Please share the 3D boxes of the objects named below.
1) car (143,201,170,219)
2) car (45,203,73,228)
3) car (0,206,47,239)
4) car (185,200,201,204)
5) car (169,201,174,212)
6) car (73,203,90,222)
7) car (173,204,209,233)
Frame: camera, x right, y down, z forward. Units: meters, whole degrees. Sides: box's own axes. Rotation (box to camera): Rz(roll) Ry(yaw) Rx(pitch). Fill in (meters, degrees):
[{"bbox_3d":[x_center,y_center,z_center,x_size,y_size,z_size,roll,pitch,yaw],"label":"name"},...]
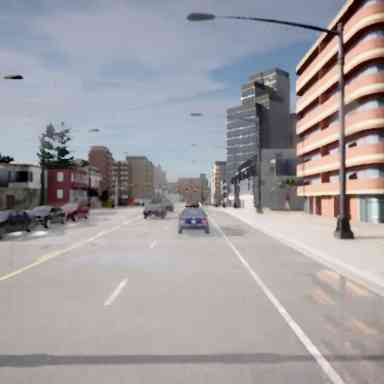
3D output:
[{"bbox_3d":[-3.488,1.844,32.142,1.895,1.301,4.718,0,0,0],"label":"car"},{"bbox_3d":[-10.502,1.741,23.826,1.837,1.490,4.892,0,-1,0],"label":"car"},{"bbox_3d":[-10.534,1.727,18.669,2.033,1.411,5.357,0,-1,0],"label":"car"},{"bbox_3d":[0.084,1.844,43.726,2.128,1.511,4.902,0,-1,0],"label":"car"},{"bbox_3d":[-3.466,1.948,44.974,1.994,1.385,4.181,0,-1,1],"label":"car"},{"bbox_3d":[-10.503,1.718,29.205,1.882,1.535,5.008,0,0,0],"label":"car"},{"bbox_3d":[0.097,1.714,20.845,2.033,1.411,5.357,0,0,0],"label":"car"}]
